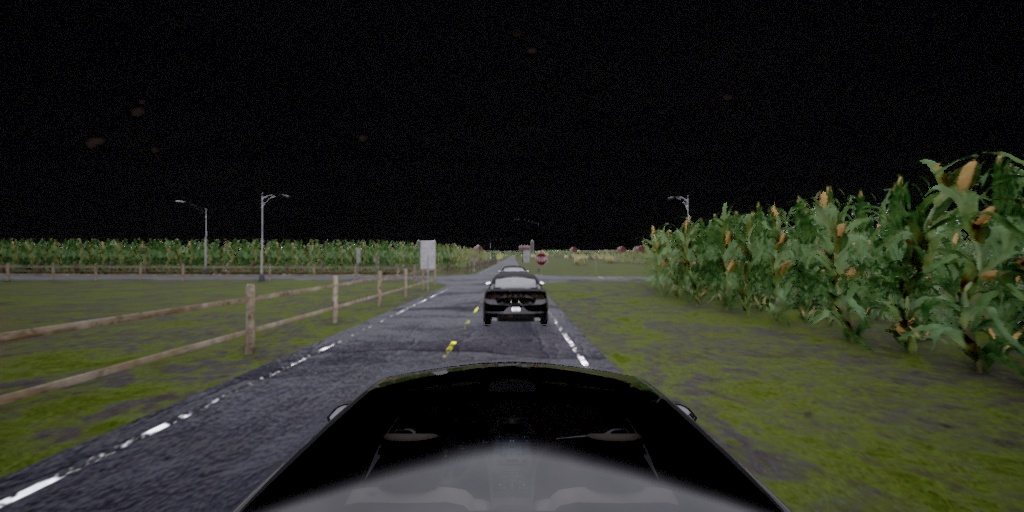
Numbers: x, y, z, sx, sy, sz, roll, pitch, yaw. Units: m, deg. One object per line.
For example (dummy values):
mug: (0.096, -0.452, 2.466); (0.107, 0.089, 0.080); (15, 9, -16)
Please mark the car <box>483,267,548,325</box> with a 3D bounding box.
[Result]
car: (0.107, 1.295, 12.127); (1.882, 1.535, 5.008); (0, 0, 0)
